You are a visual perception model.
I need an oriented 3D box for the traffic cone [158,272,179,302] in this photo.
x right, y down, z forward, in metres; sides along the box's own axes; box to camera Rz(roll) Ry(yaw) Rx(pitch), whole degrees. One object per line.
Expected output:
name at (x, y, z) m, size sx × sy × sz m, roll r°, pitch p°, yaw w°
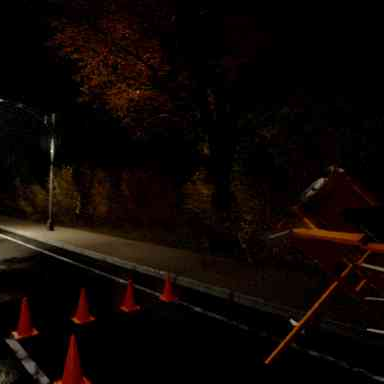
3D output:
traffic cone at (-0.533, 2.116, 7.512) m, size 0.340 × 0.580 × 0.340 m, roll 2°, pitch -2°, yaw -42°

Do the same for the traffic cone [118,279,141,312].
traffic cone at (-1.281, 2.094, 6.848) m, size 0.340 × 0.580 × 0.340 m, roll 2°, pitch -2°, yaw -42°

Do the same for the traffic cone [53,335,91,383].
traffic cone at (-1.445, 2.033, 4.026) m, size 0.340 × 0.580 × 0.340 m, roll 2°, pitch -2°, yaw -42°

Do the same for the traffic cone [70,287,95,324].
traffic cone at (-2.027, 2.072, 6.184) m, size 0.340 × 0.580 × 0.340 m, roll 2°, pitch -2°, yaw -41°

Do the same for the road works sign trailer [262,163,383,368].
road works sign trailer at (2.029, 1.189, 3.278) m, size 2.380 × 2.880 × 3.560 m, roll 43°, pitch -4°, yaw 2°

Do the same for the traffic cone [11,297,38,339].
traffic cone at (-2.774, 2.050, 5.520) m, size 0.340 × 0.580 × 0.340 m, roll 2°, pitch -2°, yaw -42°
